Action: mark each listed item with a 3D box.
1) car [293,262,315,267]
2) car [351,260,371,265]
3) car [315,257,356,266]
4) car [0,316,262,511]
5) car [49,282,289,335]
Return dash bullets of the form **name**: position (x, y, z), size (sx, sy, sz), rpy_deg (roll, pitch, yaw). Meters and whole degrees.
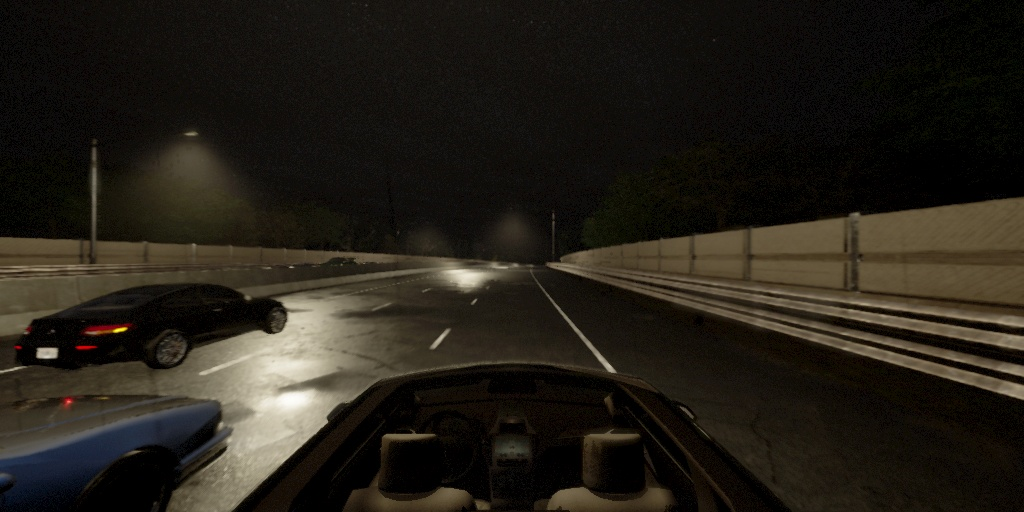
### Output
- **car**: position (-23.930, 1.436, 41.595), size (1.994, 1.385, 4.181), rpy_deg (0, 0, 2)
- **car**: position (-16.893, 1.466, 42.717), size (1.994, 1.385, 4.181), rpy_deg (0, -1, 2)
- **car**: position (-20.393, 1.110, 42.475), size (2.150, 2.045, 5.566), rpy_deg (0, 0, 2)
- **car**: position (-3.395, 1.287, 0.683), size (2.033, 1.411, 5.357), rpy_deg (0, 0, 0)
- **car**: position (-6.882, 1.277, 7.621), size (1.812, 1.442, 4.674), rpy_deg (0, 0, 0)
